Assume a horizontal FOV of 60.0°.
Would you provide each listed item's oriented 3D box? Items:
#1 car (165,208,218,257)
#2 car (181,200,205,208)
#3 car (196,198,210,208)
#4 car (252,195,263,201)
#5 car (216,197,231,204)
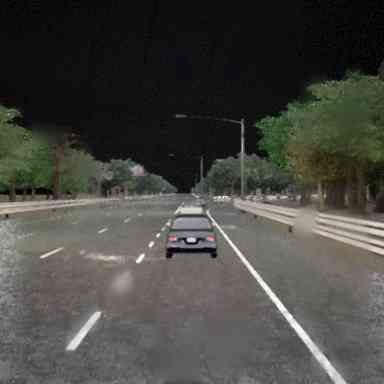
[{"bbox_3d":[-0.019,1.572,13.054,2.033,1.411,5.357,0,0,0],"label":"car"},{"bbox_3d":[-0.050,1.657,30.517,1.895,1.301,4.718,0,0,0],"label":"car"},{"bbox_3d":[1.451,1.636,50.269,2.033,1.411,5.357,0,0,11],"label":"car"},{"bbox_3d":[16.656,1.611,85.258,1.812,1.442,4.674,0,0,38],"label":"car"},{"bbox_3d":[6.339,1.706,66.909,1.895,1.301,4.718,0,0,23],"label":"car"}]
